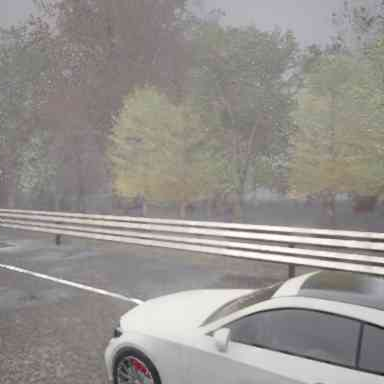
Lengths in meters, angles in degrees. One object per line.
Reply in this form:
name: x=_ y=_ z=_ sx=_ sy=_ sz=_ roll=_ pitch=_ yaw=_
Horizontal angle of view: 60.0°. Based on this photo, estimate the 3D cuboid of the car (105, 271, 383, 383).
car: x=1.214 y=1.526 z=3.124 sx=4.674 sy=1.442 sz=1.812 roll=0 pitch=0 yaw=36
